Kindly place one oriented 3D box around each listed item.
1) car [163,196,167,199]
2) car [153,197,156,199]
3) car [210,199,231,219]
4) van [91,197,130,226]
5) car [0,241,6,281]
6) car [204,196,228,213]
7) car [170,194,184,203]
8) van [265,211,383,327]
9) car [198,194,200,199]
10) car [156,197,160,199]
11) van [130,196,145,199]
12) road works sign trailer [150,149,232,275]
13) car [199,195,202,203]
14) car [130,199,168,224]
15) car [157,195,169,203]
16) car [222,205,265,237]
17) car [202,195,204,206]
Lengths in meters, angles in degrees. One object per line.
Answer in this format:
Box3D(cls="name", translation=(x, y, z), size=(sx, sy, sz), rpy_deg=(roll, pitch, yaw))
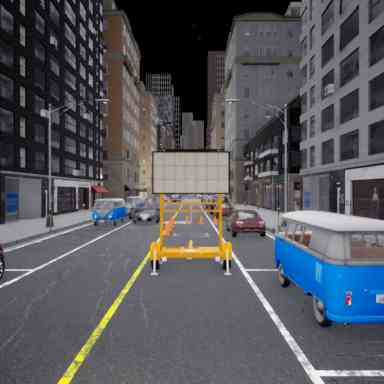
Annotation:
Box3D(cls="car", translation=(-5.828, 1.573, 56.243), size=(1.947, 1.339, 4.313), rpy_deg=(0, 0, 0))
Box3D(cls="car", translation=(-5.781, 1.567, 39.739), size=(1.947, 1.339, 4.313), rpy_deg=(0, 0, 0))
Box3D(cls="car", translation=(2.776, 1.582, 28.760), size=(1.802, 1.307, 4.206), rpy_deg=(0, 0, 0))
Box3D(cls="van", translation=(-5.735, 1.340, 23.236), size=(1.690, 1.788, 3.998), rpy_deg=(0, 0, 0))
Box3D(cls="car", translation=(-5.688, 1.440, 6.731), size=(1.967, 1.590, 4.097), rpy_deg=(0, 0, 0))
Box3D(cls="car", translation=(2.759, 1.315, 34.262), size=(2.192, 1.841, 5.009), rpy_deg=(0, 0, 0))
Box3D(cls="car", translation=(-3.188, 1.576, 67.104), size=(1.994, 1.385, 4.181), rpy_deg=(0, 0, 0))
Box3D(cls="van", translation=(2.838, 1.341, 6.755), size=(1.690, 1.788, 3.998), rpy_deg=(0, 0, 0))
Box3D(cls="car", translation=(2.666, 1.578, 67.270), size=(1.947, 1.339, 4.313), rpy_deg=(0, 0, 0))
Box3D(cls="car", translation=(-5.796, 1.585, 45.241), size=(1.802, 1.307, 4.206), rpy_deg=(0, 0, 0))
Box3D(cls="van", translation=(-5.766, 1.342, 34.238), size=(1.690, 1.788, 3.998), rpy_deg=(0, 0, 0))
Box3D(cls="road works sign trailer", translation=(-0.028, 0.464, 10.426), size=(2.380, 3.560, 2.880), rpy_deg=(0, 0, 0))
Box3D(cls="car", translation=(2.697, 1.557, 56.267), size=(2.008, 1.369, 4.403), rpy_deg=(0, 0, 0))
Box3D(cls="car", translation=(-3.169, 1.491, 24.622), size=(2.128, 1.511, 4.902), rpy_deg=(0, 0, 0))
Box3D(cls="car", translation=(-5.860, 1.452, 67.246), size=(1.967, 1.590, 4.097), rpy_deg=(0, 0, 0))
Box3D(cls="car", translation=(2.807, 1.581, 17.758), size=(1.802, 1.307, 4.206), rpy_deg=(0, 0, 0))
Box3D(cls="car", translation=(2.729, 1.443, 45.265), size=(1.967, 1.590, 4.097), rpy_deg=(0, 0, 0))
